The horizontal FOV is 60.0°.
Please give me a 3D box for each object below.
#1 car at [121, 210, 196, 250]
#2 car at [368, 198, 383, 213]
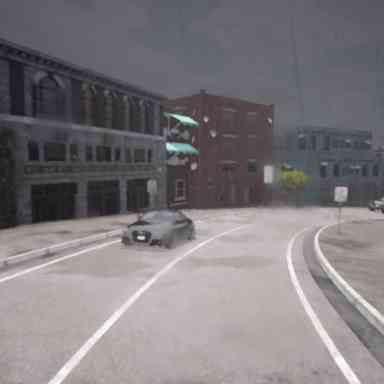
[{"bbox_3d":[-1.258,1.459,13.951,1.994,1.385,4.181,2,1,17],"label":"car"},{"bbox_3d":[27.421,1.882,46.853,5.566,2.045,2.150,3,3,-24],"label":"car"}]
